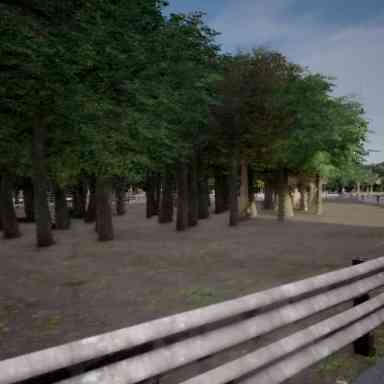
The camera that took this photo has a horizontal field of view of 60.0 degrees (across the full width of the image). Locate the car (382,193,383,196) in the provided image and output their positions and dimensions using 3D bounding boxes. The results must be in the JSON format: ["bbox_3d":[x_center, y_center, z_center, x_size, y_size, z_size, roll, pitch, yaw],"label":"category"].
[{"bbox_3d":[37.345,0.804,62.460,2.150,2.045,5.566,0,1,19],"label":"car"}]
